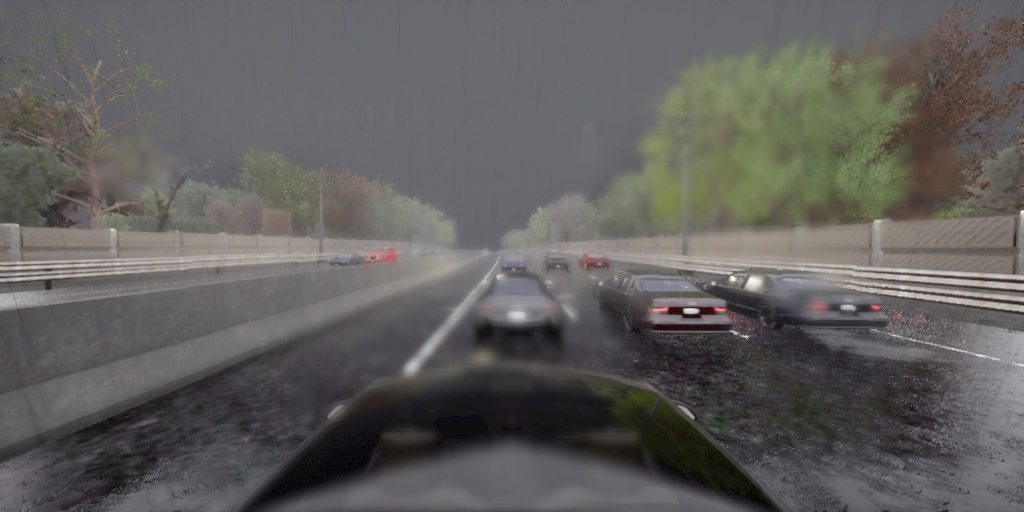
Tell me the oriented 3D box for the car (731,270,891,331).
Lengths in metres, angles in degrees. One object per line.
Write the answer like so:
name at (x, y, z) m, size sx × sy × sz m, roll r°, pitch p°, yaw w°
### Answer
car at (7.174, 1.098, 10.106) m, size 2.033 × 1.411 × 5.357 m, roll 0°, pitch 1°, yaw 1°

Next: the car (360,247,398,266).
car at (-13.958, 0.088, 38.876) m, size 2.150 × 2.045 × 5.566 m, roll 0°, pitch 2°, yaw 0°

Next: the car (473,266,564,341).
car at (0.161, 1.135, 9.288) m, size 1.994 × 1.385 × 4.181 m, roll 0°, pitch 1°, yaw 1°

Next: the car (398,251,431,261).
car at (-10.459, 0.436, 38.747) m, size 1.994 × 1.385 × 4.181 m, roll 0°, pitch 1°, yaw 0°

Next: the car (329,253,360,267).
car at (-17.451, 0.408, 38.428) m, size 2.033 × 1.411 × 5.357 m, roll 1°, pitch 2°, yaw 0°

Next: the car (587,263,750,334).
car at (3.671, 1.106, 9.793) m, size 2.033 × 1.411 × 5.357 m, roll 0°, pitch 1°, yaw 1°

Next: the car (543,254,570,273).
car at (3.760, 0.575, 30.413) m, size 1.837 × 1.490 × 4.892 m, roll 0°, pitch 1°, yaw 0°

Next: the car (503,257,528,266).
car at (0.262, 0.715, 28.577) m, size 1.895 × 1.301 × 4.718 m, roll 0°, pitch 1°, yaw 0°

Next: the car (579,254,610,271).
car at (7.258, 0.515, 31.840) m, size 1.882 × 1.535 × 5.008 m, roll 0°, pitch 1°, yaw 0°
